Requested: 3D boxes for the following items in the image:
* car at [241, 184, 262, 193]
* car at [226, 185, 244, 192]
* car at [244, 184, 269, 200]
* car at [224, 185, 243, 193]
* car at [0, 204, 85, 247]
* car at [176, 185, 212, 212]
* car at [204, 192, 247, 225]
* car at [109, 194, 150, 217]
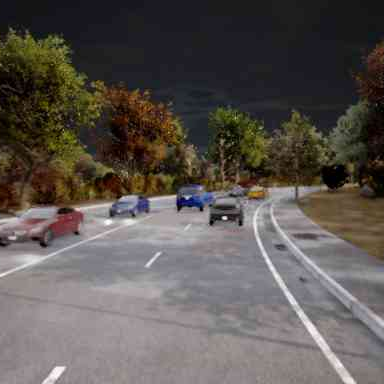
[{"bbox_3d":[11.245,-0.678,62.504,2.128,1.511,4.902,-1,2,32],"label":"car"},{"bbox_3d":[6.387,0.045,45.242,1.994,1.385,4.181,0,2,23],"label":"car"},{"bbox_3d":[8.159,0.087,40.498,1.882,1.535,5.008,0,2,21],"label":"car"},{"bbox_3d":[8.116,-0.603,64.108,1.812,1.442,4.674,-1,2,32],"label":"car"},{"bbox_3d":[-6.053,1.275,13.911,1.812,1.442,4.674,0,2,5],"label":"car"},{"bbox_3d":[0.290,0.439,27.478,2.150,2.045,5.566,0,3,14],"label":"car"},{"bbox_3d":[2.135,1.000,19.642,1.837,1.490,4.892,0,2,10],"label":"car"},{"bbox_3d":[-4.352,0.915,23.987,1.812,1.442,4.674,0,2,10],"label":"car"}]
